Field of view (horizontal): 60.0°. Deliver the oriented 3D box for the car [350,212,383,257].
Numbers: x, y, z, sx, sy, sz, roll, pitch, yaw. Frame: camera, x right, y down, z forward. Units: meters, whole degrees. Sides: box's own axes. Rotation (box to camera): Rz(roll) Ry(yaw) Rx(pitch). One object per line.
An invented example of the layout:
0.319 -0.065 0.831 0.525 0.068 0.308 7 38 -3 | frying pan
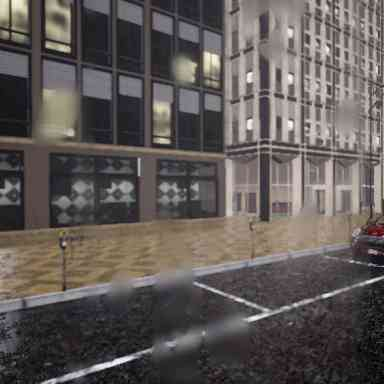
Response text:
7.453 1.400 11.878 4.097 1.590 1.967 0 0 -36 | car
